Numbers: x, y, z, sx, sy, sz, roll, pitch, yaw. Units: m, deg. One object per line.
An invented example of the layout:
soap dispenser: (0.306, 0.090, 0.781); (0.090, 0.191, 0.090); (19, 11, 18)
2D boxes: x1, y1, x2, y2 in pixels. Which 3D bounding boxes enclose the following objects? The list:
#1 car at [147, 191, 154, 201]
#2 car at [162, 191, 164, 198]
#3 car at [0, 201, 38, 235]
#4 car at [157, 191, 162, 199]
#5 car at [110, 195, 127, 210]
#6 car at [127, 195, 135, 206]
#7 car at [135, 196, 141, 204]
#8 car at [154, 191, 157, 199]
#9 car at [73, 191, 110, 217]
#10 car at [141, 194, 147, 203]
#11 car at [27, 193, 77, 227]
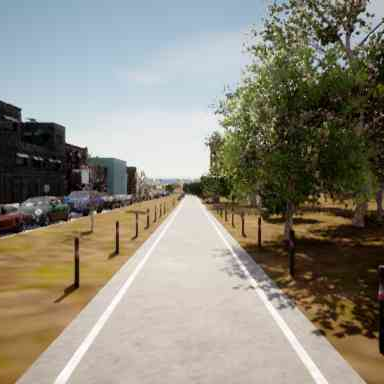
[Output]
car: (-9.183, 1.057, 64.229); (2.097, 1.535, 5.008); (0, 0, 2)
car: (-9.264, 1.013, 86.406); (2.002, 1.452, 4.674); (0, 0, 0)
car: (-8.990, 1.297, 14.287); (2.163, 1.488, 4.792); (1, 0, 2)
car: (-9.239, 0.759, 79.660); (2.435, 2.045, 5.566); (0, 0, 0)
car: (-9.083, 1.182, 36.498); (2.097, 1.535, 5.008); (0, 0, 2)
car: (-9.103, 1.176, 42.039); (2.231, 1.521, 4.892); (0, 1, 2)
car: (-9.123, 1.149, 47.595); (2.097, 1.535, 5.008); (0, 0, 2)
car: (-9.204, 1.020, 69.777); (2.097, 1.535, 5.008); (0, 0, 2)
car: (-9.050, 0.945, 27.544); (2.435, 2.045, 5.566); (0, 0, 2)
car: (-9.154, 1.102, 53.976); (1.946, 1.575, 5.366); (0, 0, 2)
car: (-9.020, 1.101, 19.891); (2.185, 1.767, 4.553); (0, 0, 2)
